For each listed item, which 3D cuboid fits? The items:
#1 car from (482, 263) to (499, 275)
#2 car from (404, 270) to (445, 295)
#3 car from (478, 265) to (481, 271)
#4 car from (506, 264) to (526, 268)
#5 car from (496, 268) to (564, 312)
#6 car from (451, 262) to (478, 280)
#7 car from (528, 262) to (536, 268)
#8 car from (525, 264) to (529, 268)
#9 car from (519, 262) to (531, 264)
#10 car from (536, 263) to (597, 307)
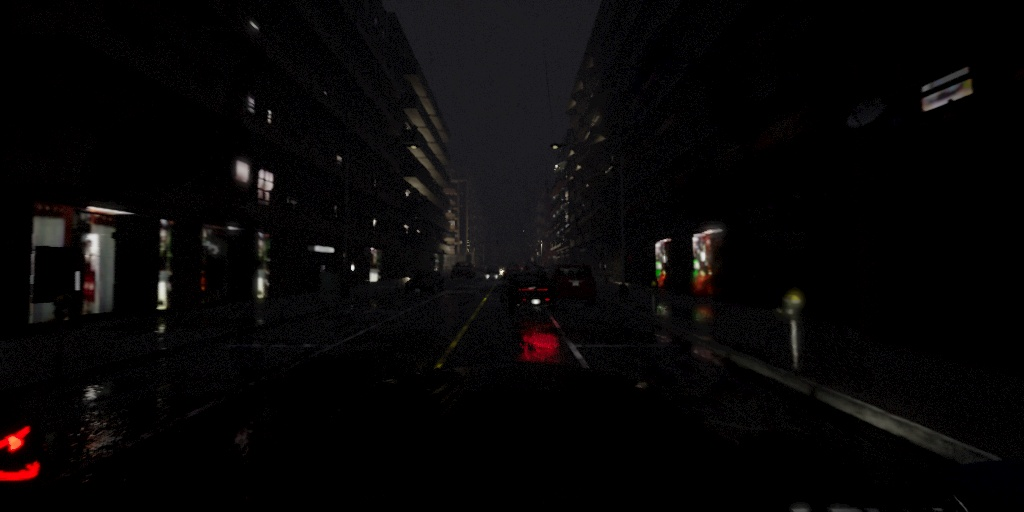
[{"bbox_3d":[-2.769,1.980,52.330,2.033,1.411,5.357,0,-1,0],"label":"car"},{"bbox_3d":[-5.314,1.575,22.311,1.948,1.339,4.313,0,0,0],"label":"car"},{"bbox_3d":[-5.315,1.861,44.429,1.888,1.381,4.507,0,0,0],"label":"car"},{"bbox_3d":[0.097,1.780,37.545,1.994,1.385,4.181,0,-1,0],"label":"car"},{"bbox_3d":[0.557,1.421,15.168,1.837,1.490,4.892,0,-1,-7],"label":"car"},{"bbox_3d":[-5.314,1.551,38.898,2.192,1.841,5.009,0,0,0],"label":"car"},{"bbox_3d":[2.534,1.521,27.782,1.967,1.591,4.097,0,0,0],"label":"car"},{"bbox_3d":[2.534,1.816,38.844,1.802,1.307,4.207,0,0,0],"label":"car"},{"bbox_3d":[2.534,1.710,49.905,2.192,1.841,5.009,0,0,0],"label":"car"},{"bbox_3d":[2.535,1.251,16.721,2.192,1.841,5.009,0,0,0],"label":"car"}]
